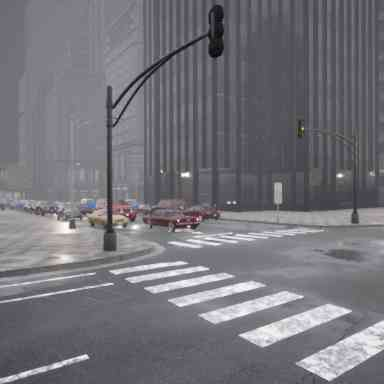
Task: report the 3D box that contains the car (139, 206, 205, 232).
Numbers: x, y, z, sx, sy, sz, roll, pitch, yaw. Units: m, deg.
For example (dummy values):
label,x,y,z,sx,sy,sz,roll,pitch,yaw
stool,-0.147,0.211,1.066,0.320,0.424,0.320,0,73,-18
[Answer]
label,x,y,z,sx,sy,sz,roll,pitch,yaw
car,-1.472,1.846,22.326,1.895,1.301,4.718,0,-1,-35

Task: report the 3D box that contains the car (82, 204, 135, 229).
label,x,y,z,sx,sy,sz,roll,pitch,yaw
car,-6.229,1.843,24.410,1.752,1.417,4.829,-1,0,-35

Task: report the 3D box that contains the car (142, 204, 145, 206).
label,x,y,z,sx,sy,sz,roll,pitch,yaw
car,-5.246,2.004,37.779,1.802,1.307,4.206,-1,0,-35

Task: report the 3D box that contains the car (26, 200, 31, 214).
label,x,y,z,sx,sy,sz,roll,pitch,yaw
car,-20.467,2.196,44.469,1.887,1.381,4.507,-1,0,-35

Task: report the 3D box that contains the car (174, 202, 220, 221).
label,x,y,z,sx,sy,sz,roll,pitch,yaw
car,0.633,1.828,29.475,1.887,1.381,4.507,-1,0,-35

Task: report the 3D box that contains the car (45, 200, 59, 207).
label,x,y,z,sx,sy,sz,roll,pitch,yaw
car,-31.660,2.594,74.970,1.947,1.339,4.313,-1,0,-35

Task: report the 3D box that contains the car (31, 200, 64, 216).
label,x,y,z,sx,sy,sz,roll,pitch,yaw
car,-17.644,1.900,40.485,2.192,1.841,5.009,-1,0,-35

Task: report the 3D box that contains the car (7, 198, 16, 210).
label,x,y,z,sx,sy,sz,roll,pitch,yaw
car,-31.884,2.353,60.552,1.967,1.590,4.097,-1,0,-35

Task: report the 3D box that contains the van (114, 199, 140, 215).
label,x,y,z,sx,sy,sz,roll,pitch,yaw
van,-8.191,1.832,41.931,1.690,1.788,3.998,-1,0,-35

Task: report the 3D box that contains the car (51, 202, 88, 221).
label,x,y,z,sx,sy,sz,roll,pitch,yaw
car,-11.983,2.004,32.517,2.008,1.369,4.403,-1,0,-35

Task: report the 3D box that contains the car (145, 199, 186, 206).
label,x,y,z,sx,sy,sz,roll,pitch,yaw
car,-2.312,1.668,33.627,2.192,1.841,5.009,-1,0,-35

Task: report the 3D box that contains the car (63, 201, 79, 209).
label,x,y,z,sx,sy,sz,roll,pitch,yaw
car,-22.627,2.406,62.244,1.802,1.307,4.206,-1,0,-35

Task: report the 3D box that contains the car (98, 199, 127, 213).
label,x,y,z,sx,sy,sz,roll,pitch,yaw
car,-11.131,1.874,46.082,2.192,1.841,5.009,-1,0,-35

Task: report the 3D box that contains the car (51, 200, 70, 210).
label,x,y,z,sx,sy,sz,roll,pitch,yaw
car,-22.989,2.270,57.995,1.882,1.535,5.008,0,-1,-35

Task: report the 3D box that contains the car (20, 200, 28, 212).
label,x,y,z,sx,sy,sz,roll,pitch,yaw
car,-23.297,2.156,48.453,1.967,1.590,4.097,-1,0,-35

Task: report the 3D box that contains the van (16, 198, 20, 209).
label,x,y,z,sx,sy,sz,roll,pitch,yaw
van,-26.127,2.122,52.438,1.690,1.788,3.998,-1,0,-35

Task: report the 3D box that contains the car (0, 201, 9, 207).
label,x,y,z,sx,sy,sz,roll,pitch,yaw
car,-44.331,2.770,78.093,1.802,1.307,4.206,-1,0,-35

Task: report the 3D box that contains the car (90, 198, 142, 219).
label,x,y,z,sx,sy,sz,roll,pitch,yaw
car,-7.024,1.598,30.150,2.150,2.045,5.566,0,-1,-35

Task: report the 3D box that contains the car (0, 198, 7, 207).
label,x,y,z,sx,sy,sz,roll,pitch,yaw
car,-41.219,2.666,73.708,1.887,1.381,4.507,-1,0,-35

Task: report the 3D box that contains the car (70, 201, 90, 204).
label,x,y,z,sx,sy,sz,roll,pitch,yaw
car,-12.947,2.063,38.503,2.033,1.411,5.357,0,-1,-35

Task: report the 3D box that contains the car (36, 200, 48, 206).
label,x,y,z,sx,sy,sz,roll,pitch,yaw
car,-37.683,2.709,83.455,2.008,1.369,4.403,-1,0,-35

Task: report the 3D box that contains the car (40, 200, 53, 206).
label,x,y,z,sx,sy,sz,roll,pitch,yaw
car,-34.672,2.660,79.213,1.947,1.339,4.313,-1,0,-35
